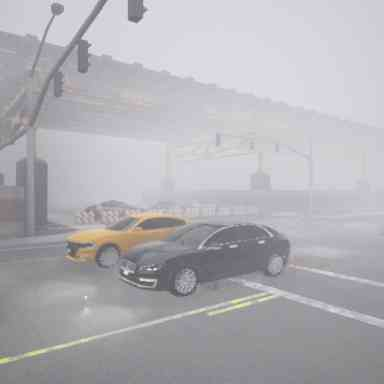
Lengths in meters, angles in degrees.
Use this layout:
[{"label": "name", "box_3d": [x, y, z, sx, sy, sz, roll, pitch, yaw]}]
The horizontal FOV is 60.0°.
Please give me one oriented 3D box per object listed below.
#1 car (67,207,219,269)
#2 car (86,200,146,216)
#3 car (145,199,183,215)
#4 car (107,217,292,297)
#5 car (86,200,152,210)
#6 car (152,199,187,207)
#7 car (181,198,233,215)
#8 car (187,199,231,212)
[{"label": "car", "box_3d": [-1.646, 1.477, 11.410, 5.008, 1.535, 1.882, 0, 0, -35]}, {"label": "car", "box_3d": [-6.239, 1.295, 27.619, 4.536, 1.218, 1.853, 0, 0, 8]}, {"label": "car", "box_3d": [-2.424, 1.294, 30.343, 1.853, 1.218, 4.536, 0, 0, 18]}, {"label": "car", "box_3d": [0.538, 1.504, 8.669, 4.892, 1.490, 1.837, 0, 0, -35]}, {"label": "car", "box_3d": [-6.188, 1.452, 27.612, 4.974, 1.542, 2.038, 0, 0, 8]}, {"label": "car", "box_3d": [-2.440, 1.452, 30.293, 2.038, 1.542, 4.974, 0, 0, 18]}, {"label": "car", "box_3d": [1.475, 1.452, 34.049, 4.974, 1.542, 2.038, 0, 0, -7]}, {"label": "car", "box_3d": [1.423, 1.294, 34.042, 4.536, 1.218, 1.853, 0, 0, -7]}]
